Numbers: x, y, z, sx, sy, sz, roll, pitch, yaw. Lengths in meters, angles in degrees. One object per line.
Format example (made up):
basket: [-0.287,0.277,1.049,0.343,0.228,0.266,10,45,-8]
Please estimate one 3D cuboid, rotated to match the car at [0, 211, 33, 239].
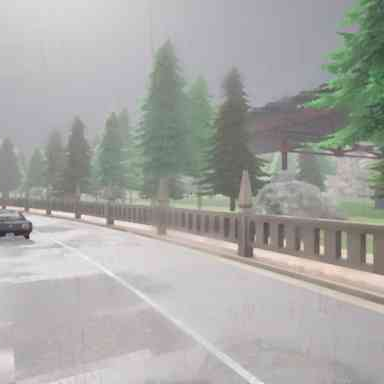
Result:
car: [-9.369,1.589,16.484,1.895,1.301,4.718,0,0,-37]
